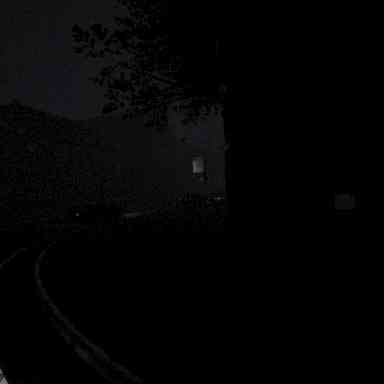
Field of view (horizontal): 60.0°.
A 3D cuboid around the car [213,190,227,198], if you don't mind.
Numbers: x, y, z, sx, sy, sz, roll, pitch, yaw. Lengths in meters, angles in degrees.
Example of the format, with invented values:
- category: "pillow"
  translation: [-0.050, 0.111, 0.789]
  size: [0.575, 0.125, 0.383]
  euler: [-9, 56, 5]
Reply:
- category: "car"
  translation: [5.155, 0.333, 61.461]
  size: [2.033, 1.411, 5.357]
  euler: [-3, 1, 24]

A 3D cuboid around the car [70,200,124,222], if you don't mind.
- category: "car"
  translation: [-6.952, 1.312, 24.892]
  size: [1.882, 1.535, 5.008]
  euler: [-3, 0, 19]

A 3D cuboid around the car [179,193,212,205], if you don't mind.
- category: "car"
  translation: [0.229, 0.859, 41.552]
  size: [2.033, 1.411, 5.357]
  euler: [-3, 1, 24]
